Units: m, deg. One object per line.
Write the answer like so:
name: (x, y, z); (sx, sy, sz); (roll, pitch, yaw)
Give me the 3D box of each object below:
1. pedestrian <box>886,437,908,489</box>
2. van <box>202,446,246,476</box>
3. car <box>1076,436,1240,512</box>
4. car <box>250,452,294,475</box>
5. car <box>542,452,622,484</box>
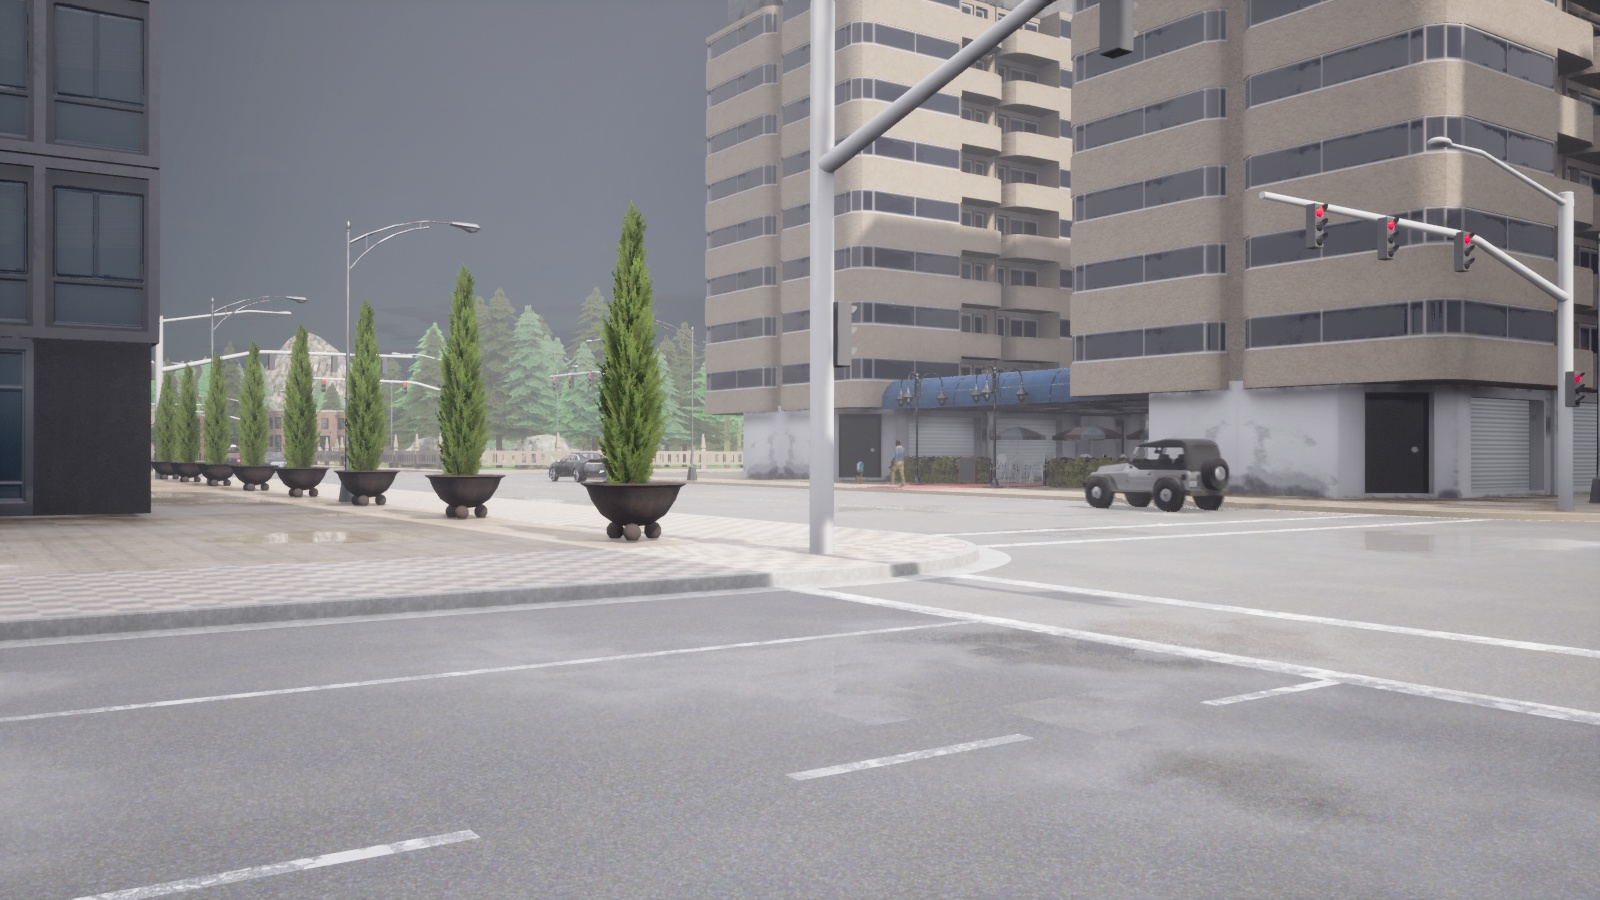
pedestrian: (3.712, 0.483, 47.902); (0.423, 1.949, 0.788); (0, 0, -36)
van: (-40.309, 0.769, 87.841); (2.069, 2.038, 4.480); (0, 0, -34)
car: (9.463, 0.602, 33.433); (1.905, 1.878, 3.866); (0, 0, -35)
car: (-38.355, 0.979, 91.189); (2.033, 1.649, 4.856); (0, 0, -34)
car: (-11.100, 0.880, 63.618); (2.128, 1.511, 4.902); (0, 0, -34)
